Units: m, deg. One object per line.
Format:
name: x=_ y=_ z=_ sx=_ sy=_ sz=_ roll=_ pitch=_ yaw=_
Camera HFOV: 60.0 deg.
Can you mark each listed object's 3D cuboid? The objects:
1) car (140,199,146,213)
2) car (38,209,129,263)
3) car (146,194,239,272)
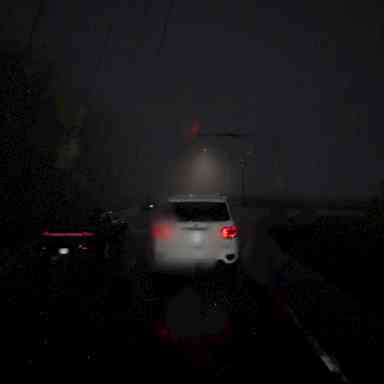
car: x=-3.403 y=1.108 z=29.865 sx=1.994 sy=1.385 sz=4.181 roll=0 pitch=1 yaw=0
car: x=-3.401 y=1.319 z=11.234 sx=2.128 sy=1.511 sz=4.902 roll=0 pitch=1 yaw=0
car: x=0.101 y=1.064 z=10.319 sx=2.150 sy=2.045 sz=5.566 roll=0 pitch=1 yaw=0
